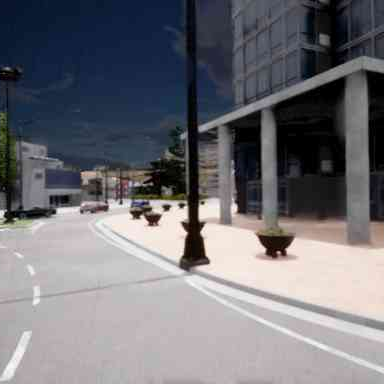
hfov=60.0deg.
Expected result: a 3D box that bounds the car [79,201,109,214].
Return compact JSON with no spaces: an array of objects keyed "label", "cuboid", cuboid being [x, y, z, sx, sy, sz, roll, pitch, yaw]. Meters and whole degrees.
[{"label":"car","cuboid":[-11.972,1.873,41.180,1.812,1.442,4.674,-1,0,17]}]

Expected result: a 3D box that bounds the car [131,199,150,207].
[{"label":"car","cuboid":[-8.278,1.872,53.892,1.812,1.442,4.674,-1,0,16]}]

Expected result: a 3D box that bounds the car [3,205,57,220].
[{"label":"car","cuboid":[-15.487,1.961,32.053,1.895,1.301,4.718,-1,0,26]}]
